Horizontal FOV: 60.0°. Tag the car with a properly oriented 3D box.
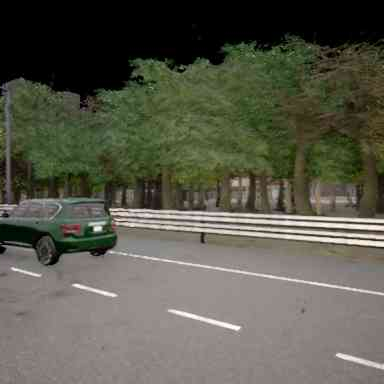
[{"bbox_3d":[-5.080,1.236,11.802,5.566,2.045,2.150,0,0,36],"label":"car"}]
